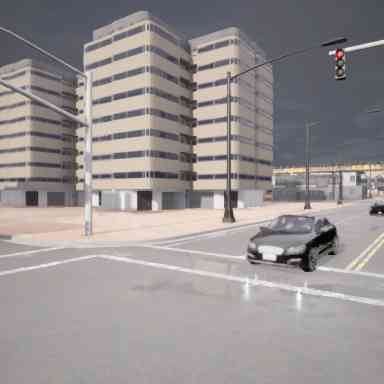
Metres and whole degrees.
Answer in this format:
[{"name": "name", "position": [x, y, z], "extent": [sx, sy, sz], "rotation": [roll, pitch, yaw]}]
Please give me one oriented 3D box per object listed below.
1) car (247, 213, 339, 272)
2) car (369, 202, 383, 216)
[{"name": "car", "position": [3.508, 1.499, 11.042], "extent": [2.128, 1.511, 4.902], "rotation": [0, 0, 35]}, {"name": "car", "position": [18.384, 1.597, 32.076], "extent": [1.895, 1.301, 4.718], "rotation": [0, 0, 35]}]
